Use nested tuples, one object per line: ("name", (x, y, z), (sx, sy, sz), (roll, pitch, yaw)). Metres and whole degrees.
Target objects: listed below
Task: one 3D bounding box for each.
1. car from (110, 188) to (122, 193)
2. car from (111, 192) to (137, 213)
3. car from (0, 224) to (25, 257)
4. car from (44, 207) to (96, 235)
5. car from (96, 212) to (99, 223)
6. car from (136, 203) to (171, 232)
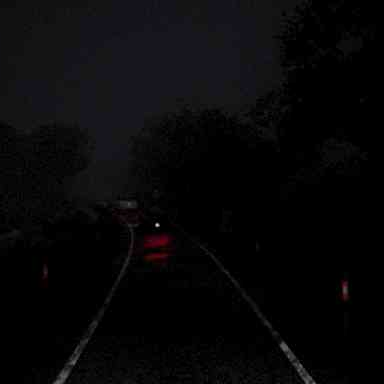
("car", (-19.346, -0.238, 83.390), (2.150, 2.045, 5.566), (-1, 2, -12))
("car", (-7.990, 1.366, 39.932), (2.150, 2.045, 5.566), (-1, 1, -21))
("car", (-7.909, 1.904, 12.214), (2.002, 1.452, 4.674), (0, -1, 0))
("car", (-8.413, 1.959, 22.737), (2.097, 1.535, 5.008), (-1, -1, -3))
("car", (-9.207, 2.083, 28.829), (2.002, 1.452, 4.674), (1, -1, -8))
("car", (-2.533, 1.709, 22.032), (1.837, 1.490, 4.892), (0, 0, -12))
